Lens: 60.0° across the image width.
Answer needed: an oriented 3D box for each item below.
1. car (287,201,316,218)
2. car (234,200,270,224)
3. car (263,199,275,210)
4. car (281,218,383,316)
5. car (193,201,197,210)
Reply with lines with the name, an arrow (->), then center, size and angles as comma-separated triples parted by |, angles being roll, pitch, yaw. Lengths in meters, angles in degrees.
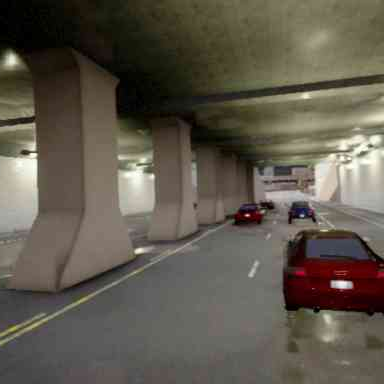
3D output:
car -> 8.012, 1.397, 24.496 | 1.812, 1.442, 4.674 | -2, 0, 16
car -> 4.428, 1.573, 24.978 | 1.994, 1.385, 4.181 | -2, 0, 17
car -> 9.284, 1.542, 41.407 | 1.895, 1.301, 4.718 | -2, 0, 16
car -> 3.047, 1.502, 7.458 | 1.994, 1.385, 4.181 | -2, 0, 16
car -> -0.585, 1.941, 45.635 | 1.895, 1.301, 4.718 | -2, 0, 16
